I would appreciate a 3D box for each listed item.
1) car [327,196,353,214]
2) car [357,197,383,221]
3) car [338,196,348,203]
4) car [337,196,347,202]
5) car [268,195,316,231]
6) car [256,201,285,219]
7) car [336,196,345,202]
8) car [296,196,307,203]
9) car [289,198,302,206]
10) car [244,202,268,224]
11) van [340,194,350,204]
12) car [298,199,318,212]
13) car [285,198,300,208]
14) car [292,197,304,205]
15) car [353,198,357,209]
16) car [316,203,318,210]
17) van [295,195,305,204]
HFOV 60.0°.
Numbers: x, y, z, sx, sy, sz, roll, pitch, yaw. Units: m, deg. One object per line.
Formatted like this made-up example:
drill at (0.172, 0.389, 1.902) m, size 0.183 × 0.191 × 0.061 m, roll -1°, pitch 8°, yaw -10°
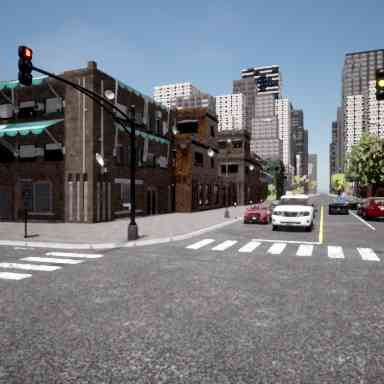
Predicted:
car at (15.713, 1.513, 35.785) m, size 2.128 × 1.511 × 4.902 m, roll 0°, pitch 0°, yaw 22°
car at (14.978, 1.329, 26.859) m, size 2.192 × 1.841 × 5.009 m, roll 0°, pitch 0°, yaw 22°
car at (33.278, 1.613, 73.280) m, size 1.752 × 1.417 × 4.829 m, roll 0°, pitch 0°, yaw 22°
car at (35.242, 1.681, 78.261) m, size 1.802 × 1.307 × 4.206 m, roll 0°, pitch 0°, yaw 22°
car at (6.499, 1.229, 21.103) m, size 2.150 × 2.045 × 5.566 m, roll 0°, pitch 0°, yaw 22°
car at (7.181, 1.579, 29.932) m, size 1.947 × 1.339 × 4.313 m, roll 0°, pitch 0°, yaw 22°
car at (37.269, 1.677, 83.403) m, size 1.947 × 1.339 × 4.313 m, roll 0°, pitch 0°, yaw 22°
car at (23.393, 1.626, 71.055) m, size 2.008 × 1.369 × 4.403 m, roll 0°, pitch 0°, yaw 22°
car at (17.313, 1.627, 55.633) m, size 1.802 × 1.307 × 4.206 m, roll 0°, pitch 0°, yaw 22°
car at (5.074, 1.554, 24.828) m, size 1.887 × 1.381 × 4.507 m, roll 0°, pitch 0°, yaw 22°
van at (31.189, 1.417, 67.982) m, size 1.690 × 1.788 × 3.998 m, roll 0°, pitch 0°, yaw 22°
car at (14.055, 1.572, 40.035) m, size 2.033 × 1.411 × 5.357 m, roll 0°, pitch 0°, yaw 22°
car at (15.287, 1.619, 50.494) m, size 1.802 × 1.307 × 4.206 m, roll 0°, pitch 0°, yaw 22°
car at (19.277, 1.579, 60.615) m, size 1.752 × 1.417 × 4.829 m, roll 0°, pitch 0°, yaw 22°
car at (17.004, 1.585, 32.000) m, size 1.947 × 1.339 × 4.313 m, roll 0°, pitch 0°, yaw 22°
car at (10.203, 1.579, 30.447) m, size 1.994 × 1.385 × 4.181 m, roll 0°, pitch 0°, yaw 22°
van at (21.367, 1.405, 65.914) m, size 1.690 × 1.788 × 3.998 m, roll 0°, pitch 0°, yaw 22°
